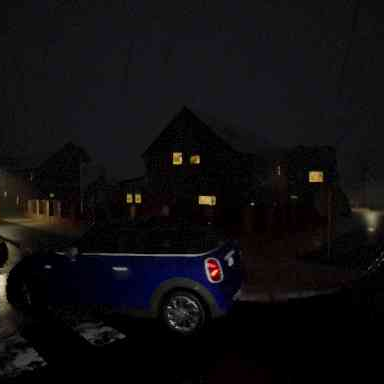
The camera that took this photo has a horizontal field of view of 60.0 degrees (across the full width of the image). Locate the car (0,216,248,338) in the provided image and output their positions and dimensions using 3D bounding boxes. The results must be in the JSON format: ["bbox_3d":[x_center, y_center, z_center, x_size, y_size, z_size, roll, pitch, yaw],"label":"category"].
[{"bbox_3d":[-1.312,1.286,6.491,4.553,1.767,2.097,-2,1,21],"label":"car"}]
